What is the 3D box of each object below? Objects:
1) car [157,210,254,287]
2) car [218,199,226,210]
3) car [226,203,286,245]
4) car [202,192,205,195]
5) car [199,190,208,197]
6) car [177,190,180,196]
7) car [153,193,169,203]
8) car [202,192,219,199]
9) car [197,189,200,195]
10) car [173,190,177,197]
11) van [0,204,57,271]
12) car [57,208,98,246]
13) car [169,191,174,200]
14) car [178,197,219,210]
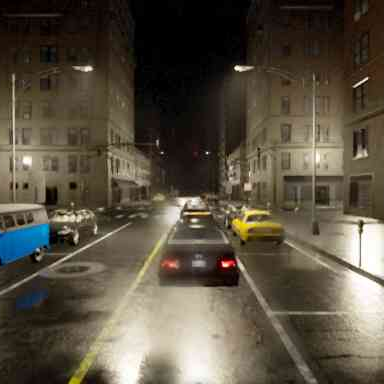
[{"bbox_3d":[0.142,1.455,9.130,2.033,1.411,5.357,0,1,0],"label":"car"},{"bbox_3d":[2.734,1.353,19.676,2.008,1.369,4.403,0,1,0],"label":"car"},{"bbox_3d":[2.713,1.379,14.439,1.752,1.417,4.829,0,1,0],"label":"car"},{"bbox_3d":[2.892,1.058,52.231,1.802,1.307,4.206,0,1,0],"label":"car"},{"bbox_3d":[2.975,0.743,69.274,1.967,1.590,4.097,0,1,0],"label":"car"},{"bbox_3d":[-4.966,0.570,86.353,1.967,1.590,4.097,0,1,0],"label":"car"},{"bbox_3d":[-5.134,1.004,52.099,1.752,1.417,4.829,0,1,0],"label":"car"},{"bbox_3d":[2.864,1.084,46.550,2.008,1.369,4.403,0,1,0],"label":"car"},{"bbox_3d":[3.031,0.502,80.636,2.192,1.841,5.009,0,1,0],"label":"car"},{"bbox_3d":[-5.022,0.797,74.993,2.008,1.369,4.403,0,1,0],"label":"car"},{"bbox_3d":[-5.350,1.252,8.900,1.690,1.788,3.998,0,1,0],"label":"van"},{"bbox_3d":[-5.322,1.407,14.308,2.008,1.369,4.403,0,1,0],"label":"car"},{"bbox_3d":[-5.078,0.928,63.631,1.947,1.339,4.313,0,1,0],"label":"car"},{"bbox_3d":[0.205,1.295,19.576,2.128,1.511,4.902,0,1,-2],"label":"car"}]
